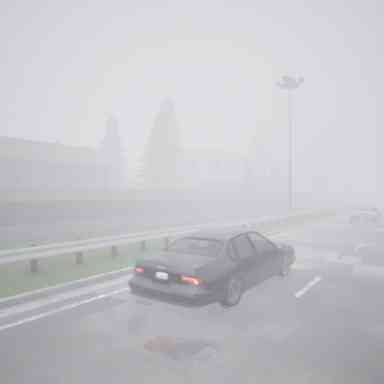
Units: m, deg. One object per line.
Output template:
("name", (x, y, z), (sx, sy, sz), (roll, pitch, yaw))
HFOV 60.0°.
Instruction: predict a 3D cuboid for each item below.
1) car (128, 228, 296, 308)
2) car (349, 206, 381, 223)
("car", (0.877, 1.605, 8.198), (2.033, 1.411, 5.357), (0, 0, 35))
("car", (14.473, 1.791, 27.636), (1.895, 1.301, 4.718), (0, 0, 35))
